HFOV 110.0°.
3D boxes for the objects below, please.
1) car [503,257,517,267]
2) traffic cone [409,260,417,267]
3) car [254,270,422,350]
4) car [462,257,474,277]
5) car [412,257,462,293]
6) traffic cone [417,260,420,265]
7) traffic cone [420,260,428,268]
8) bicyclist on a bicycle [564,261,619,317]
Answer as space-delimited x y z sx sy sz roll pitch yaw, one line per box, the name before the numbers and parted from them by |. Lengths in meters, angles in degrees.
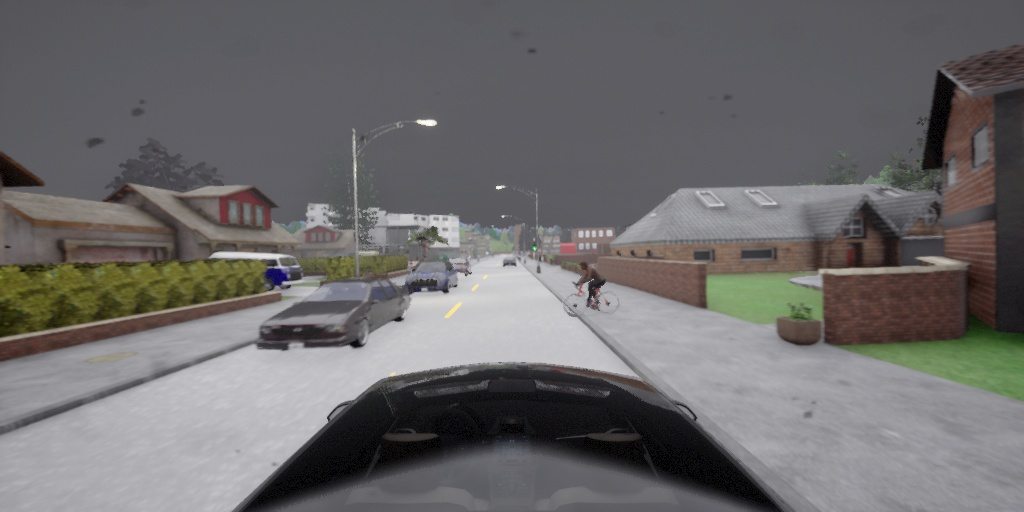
car | -0.329 0.827 51.172 1.895 1.301 4.718 -1 1 0
traffic cone | -16.230 1.345 58.905 0.344 0.586 0.344 0 0 0
car | -4.169 1.316 9.536 2.033 1.411 5.357 -1 1 0
car | -4.241 0.808 28.462 1.812 1.442 4.674 -1 1 0
car | -4.242 1.014 19.546 2.097 1.767 4.553 -1 1 0
traffic cone | -15.874 1.326 59.478 0.344 0.586 0.344 0 0 0
traffic cone | -14.883 1.315 60.526 0.344 0.586 0.344 0 0 0
bicyclist on a bicycle | 2.300 0.959 10.518 1.656 1.620 0.582 -4 1 0
